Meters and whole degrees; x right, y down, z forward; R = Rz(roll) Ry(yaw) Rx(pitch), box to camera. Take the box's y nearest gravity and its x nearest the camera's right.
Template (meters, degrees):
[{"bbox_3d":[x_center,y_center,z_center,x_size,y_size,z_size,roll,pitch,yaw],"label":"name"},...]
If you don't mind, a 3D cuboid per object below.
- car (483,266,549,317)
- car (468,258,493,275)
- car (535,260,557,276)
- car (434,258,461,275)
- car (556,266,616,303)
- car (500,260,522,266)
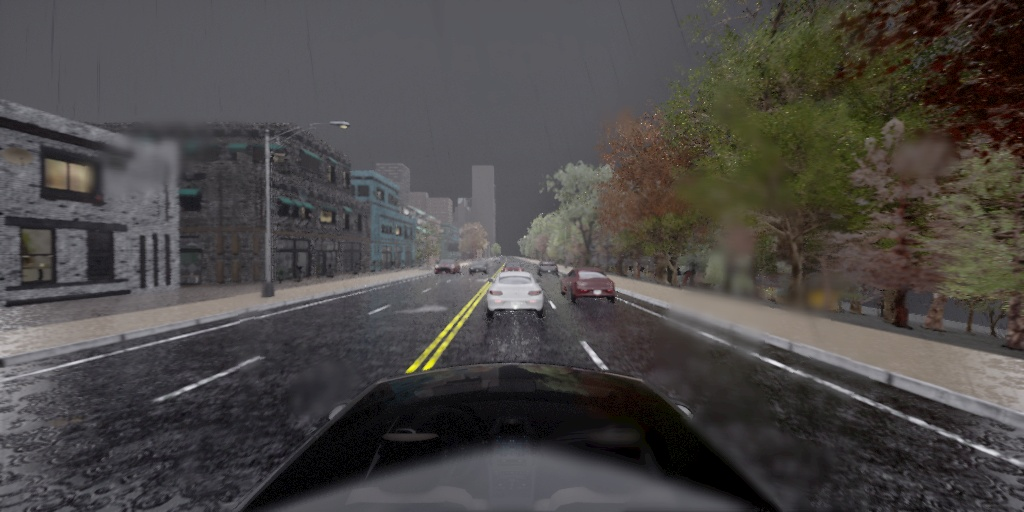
[{"bbox_3d":[0.102,1.250,12.894,1.812,1.442,4.674,0,0,0],"label":"car"},{"bbox_3d":[-3.336,1.175,37.061,1.837,1.490,4.892,0,0,0],"label":"car"},{"bbox_3d":[3.355,1.165,34.625,2.128,1.511,4.902,0,0,0],"label":"car"},{"bbox_3d":[-6.585,1.020,37.025,2.097,1.767,4.553,0,0,0],"label":"car"},{"bbox_3d":[3.338,1.242,16.298,1.812,1.442,4.674,0,0,0],"label":"car"},{"bbox_3d":[0.104,1.277,33.583,1.895,1.301,4.718,0,0,0],"label":"car"}]
